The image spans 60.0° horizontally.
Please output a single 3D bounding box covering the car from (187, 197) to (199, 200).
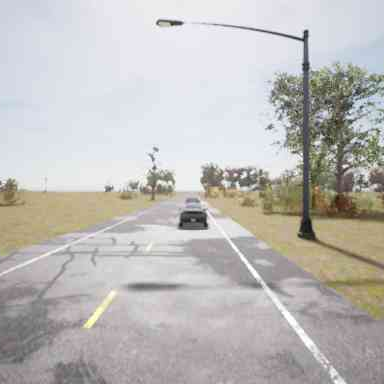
[{"bbox_3d":[0.079,1.400,41.581,2.097,1.767,4.553,0,0,0],"label":"car"}]

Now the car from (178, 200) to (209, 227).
[{"bbox_3d":[0.088,1.535,23.332,1.837,1.490,4.892,0,0,0],"label":"car"}]
